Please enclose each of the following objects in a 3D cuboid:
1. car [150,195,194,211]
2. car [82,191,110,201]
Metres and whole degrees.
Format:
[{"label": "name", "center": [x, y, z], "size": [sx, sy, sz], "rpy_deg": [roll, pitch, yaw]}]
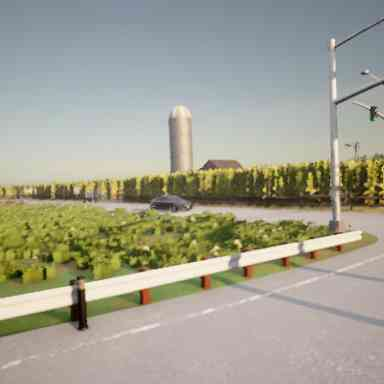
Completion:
[{"label": "car", "center": [-1.899, 1.039, 29.983], "size": [1.837, 1.490, 4.892], "rpy_deg": [-4, 2, -41]}, {"label": "car", "center": [-12.072, 0.586, 41.714], "size": [2.097, 1.767, 4.553], "rpy_deg": [-4, 2, -41]}]
